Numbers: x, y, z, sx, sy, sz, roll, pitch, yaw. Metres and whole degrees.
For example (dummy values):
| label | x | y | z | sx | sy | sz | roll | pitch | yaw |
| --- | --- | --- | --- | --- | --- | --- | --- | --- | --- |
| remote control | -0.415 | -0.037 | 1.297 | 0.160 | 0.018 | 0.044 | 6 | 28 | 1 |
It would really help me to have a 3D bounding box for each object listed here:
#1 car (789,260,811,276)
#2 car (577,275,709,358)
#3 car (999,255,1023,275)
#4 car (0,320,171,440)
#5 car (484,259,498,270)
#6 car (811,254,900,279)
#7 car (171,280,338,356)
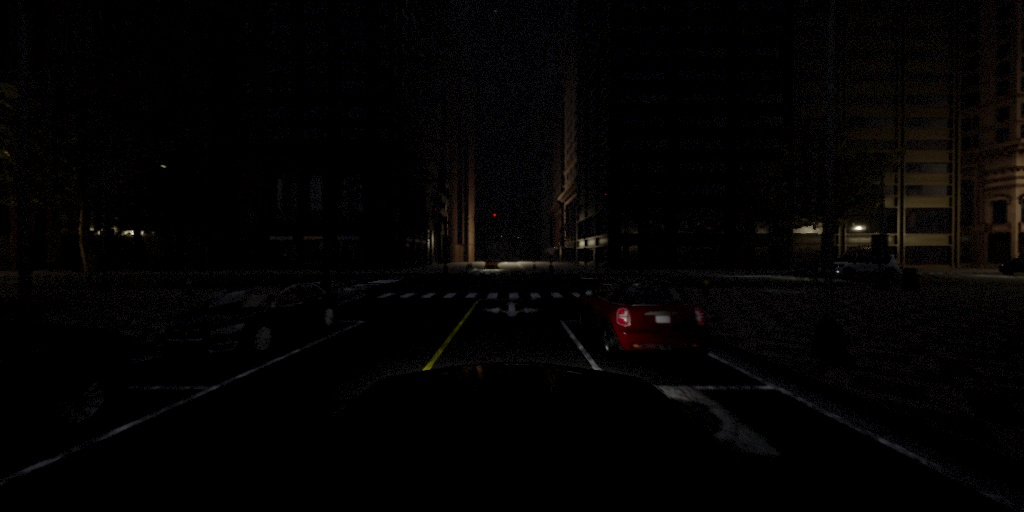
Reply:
| label | x | y | z | sx | sy | sz | roll | pitch | yaw |
| --- | --- | --- | --- | --- | --- | --- | --- | --- | --- |
| car | 28.615 | 1.096 | 33.380 | 4.902 | 1.511 | 2.128 | 0 | 0 | 0 |
| car | 2.759 | 1.178 | 8.491 | 1.967 | 1.591 | 4.097 | 0 | 0 | 0 |
| car | 49.117 | 0.811 | 33.339 | 5.566 | 2.045 | 2.150 | 0 | 0 | 0 |
| car | -5.764 | 1.314 | 2.849 | 1.948 | 1.339 | 4.313 | 0 | 0 | 0 |
| car | -3.015 | 1.203 | 52.759 | 1.882 | 1.535 | 5.008 | 0 | 1 | 0 |
| car | 29.054 | 0.849 | 30.130 | 5.566 | 2.045 | 2.150 | 0 | 0 | 0 |
| car | -5.766 | 1.289 | 8.486 | 2.007 | 1.370 | 4.403 | 0 | 0 | 0 |
